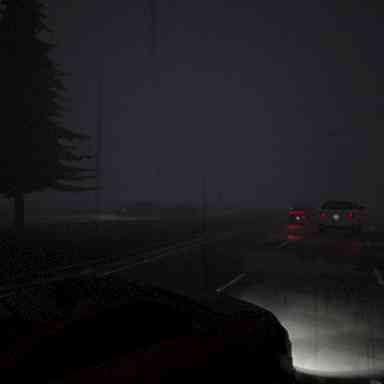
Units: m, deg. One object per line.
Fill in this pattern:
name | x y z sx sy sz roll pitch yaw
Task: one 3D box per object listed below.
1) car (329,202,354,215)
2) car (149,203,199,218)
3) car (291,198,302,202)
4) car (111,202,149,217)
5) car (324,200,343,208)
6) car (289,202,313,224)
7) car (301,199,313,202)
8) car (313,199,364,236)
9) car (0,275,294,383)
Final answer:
car | 18.223 1.985 40.416 1.812 1.442 4.674 0 -1 37
car | -1.649 1.913 34.047 4.718 1.301 1.895 1 -1 -39
car | 21.708 2.088 68.008 2.097 1.767 4.553 0 -1 41
car | -5.682 1.812 35.434 4.892 1.490 1.837 1 0 -37
car | 26.993 2.266 63.416 1.994 1.385 4.181 0 -1 41
car | 9.487 1.806 27.738 1.837 1.490 4.892 0 -1 32
car | 23.780 2.214 65.057 1.837 1.490 4.892 0 -1 41
car | 9.224 1.454 20.498 2.150 2.045 5.566 0 -1 30
car | -0.805 1.593 3.354 4.181 1.385 1.994 1 -1 -41
